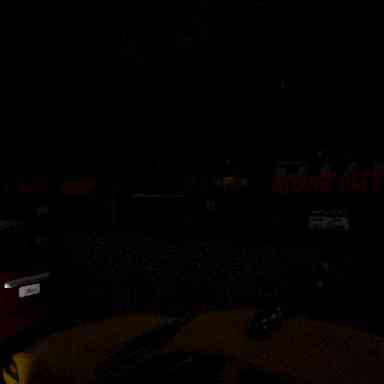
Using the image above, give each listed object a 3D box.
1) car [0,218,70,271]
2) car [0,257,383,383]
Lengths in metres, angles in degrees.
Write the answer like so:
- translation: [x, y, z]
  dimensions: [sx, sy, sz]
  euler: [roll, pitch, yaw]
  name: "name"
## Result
- translation: [-4.038, 1.373, 5.689]
  dimensions: [5.009, 1.841, 2.192]
  euler: [-1, 0, 35]
  name: "car"
- translation: [0.340, 1.535, 2.566]
  dimensions: [4.829, 1.417, 1.752]
  euler: [-1, 0, 35]
  name: "car"
